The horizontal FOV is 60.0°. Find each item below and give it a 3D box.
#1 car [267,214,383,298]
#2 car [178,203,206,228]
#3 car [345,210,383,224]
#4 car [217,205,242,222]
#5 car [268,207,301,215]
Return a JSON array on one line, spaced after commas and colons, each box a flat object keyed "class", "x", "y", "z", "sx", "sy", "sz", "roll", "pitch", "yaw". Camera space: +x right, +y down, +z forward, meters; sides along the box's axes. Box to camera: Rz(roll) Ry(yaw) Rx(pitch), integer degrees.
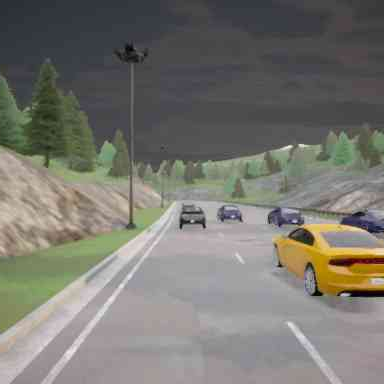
[{"class": "car", "x": 3.588, "y": 1.596, "z": 8.901, "sx": 1.882, "sy": 1.535, "sz": 5.008, "roll": 0, "pitch": -1, "yaw": 0}, {"class": "car", "x": 0.010, "y": 1.829, "z": 25.241, "sx": 2.128, "sy": 1.511, "sz": 4.902, "roll": 0, "pitch": -1, "yaw": -1}, {"class": "car", "x": 10.564, "y": 1.786, "z": 19.774, "sx": 1.812, "sy": 1.442, "sz": 4.674, "roll": 0, "pitch": -1, "yaw": 0}, {"class": "car", "x": 3.412, "y": 1.930, "z": 30.420, "sx": 1.812, "sy": 1.442, "sz": 4.674, "roll": 0, "pitch": -1, "yaw": -1}, {"class": "car", "x": 7.014, "y": 1.858, "z": 25.099, "sx": 1.812, "sy": 1.442, "sz": 4.674, "roll": 0, "pitch": -1, "yaw": -1}]
